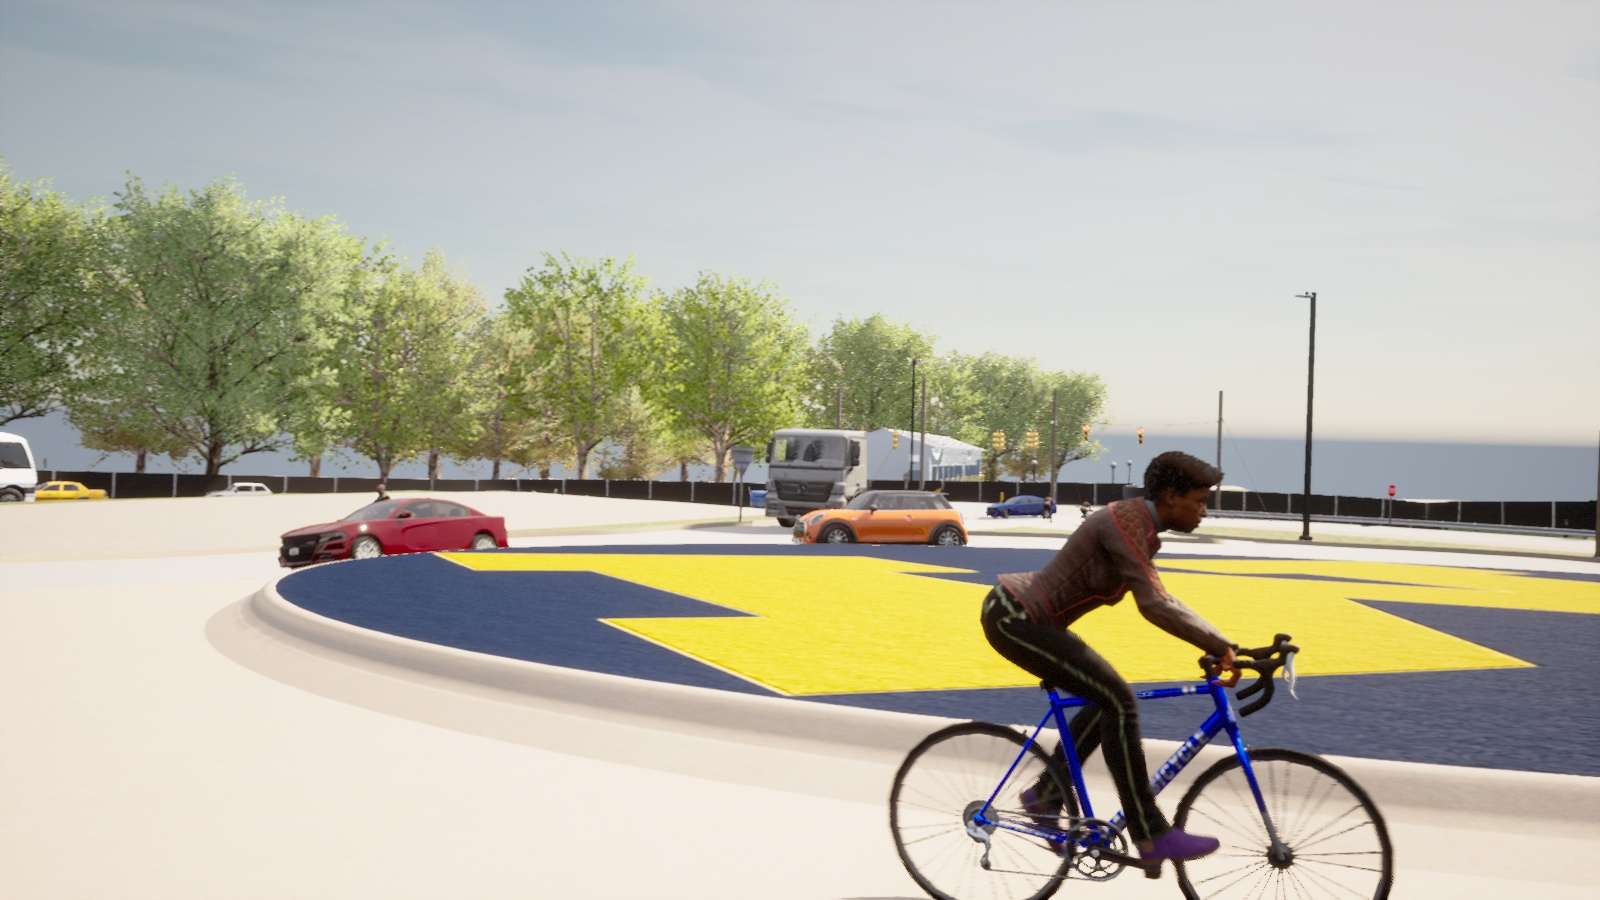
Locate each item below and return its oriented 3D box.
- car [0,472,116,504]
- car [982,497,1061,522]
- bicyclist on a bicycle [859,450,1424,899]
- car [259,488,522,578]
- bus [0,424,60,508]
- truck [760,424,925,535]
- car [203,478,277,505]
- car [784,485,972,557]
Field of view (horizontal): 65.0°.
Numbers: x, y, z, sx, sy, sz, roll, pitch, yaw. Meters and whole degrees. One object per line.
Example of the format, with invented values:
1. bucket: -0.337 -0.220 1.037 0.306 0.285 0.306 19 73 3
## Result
1. car: -41.537 2.140 70.320 5.366 1.575 1.801 3 0 -43
2. car: 15.169 4.047 85.981 5.008 1.535 1.882 0 -1 -18
3. bicyclist on a bicycle: 1.094 0.836 4.163 1.656 1.620 0.582 1 -1 19
4. car: -8.091 1.659 25.330 1.882 1.535 5.008 -7 -6 30
5. bus: -43.663 0.713 63.354 3.944 4.253 10.273 3 0 26
6. truck: 1.693 1.044 44.307 2.891 3.462 7.936 2 -1 24
7. car: -33.792 2.494 75.821 3.806 1.475 1.970 2 1 -32
8. car: 2.029 1.892 33.377 4.553 1.767 2.097 2 -3 -13
